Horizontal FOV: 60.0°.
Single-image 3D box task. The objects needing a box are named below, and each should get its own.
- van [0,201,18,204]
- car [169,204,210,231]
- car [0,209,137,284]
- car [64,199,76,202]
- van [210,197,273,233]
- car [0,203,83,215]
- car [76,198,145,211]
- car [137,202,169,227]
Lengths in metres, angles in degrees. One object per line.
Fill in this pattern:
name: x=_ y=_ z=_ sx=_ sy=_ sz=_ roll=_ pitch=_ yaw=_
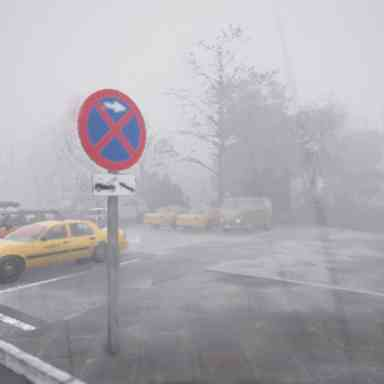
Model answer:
van: x=-9.105 y=1.418 z=13.899 sx=1.878 sy=1.987 sz=4.442 roll=-1 pitch=-1 yaw=35
car: x=1.111 y=1.580 z=21.797 sx=1.946 sy=1.575 sz=5.366 roll=-1 pitch=-1 yaw=35
car: x=-4.405 y=1.547 z=10.225 sx=1.946 sy=1.575 sz=5.366 roll=-1 pitch=-1 yaw=35
car: x=-10.349 y=1.627 z=29.566 sx=2.435 sy=2.045 sz=5.566 roll=-2 pitch=-1 yaw=35
van: x=3.220 y=1.319 z=19.945 sx=1.878 sy=1.987 sz=4.442 roll=-1 pitch=-1 yaw=35
car: x=-6.668 y=1.464 z=12.081 sx=2.185 sy=1.767 sz=4.553 roll=-1 pitch=-1 yaw=35
car: x=-5.868 y=1.487 z=26.445 sx=2.435 sy=2.045 sz=5.566 roll=-2 pitch=-1 yaw=35
car: x=-1.066 y=1.623 z=23.328 sx=1.946 sy=1.575 sz=5.366 roll=-1 pitch=-1 yaw=35
